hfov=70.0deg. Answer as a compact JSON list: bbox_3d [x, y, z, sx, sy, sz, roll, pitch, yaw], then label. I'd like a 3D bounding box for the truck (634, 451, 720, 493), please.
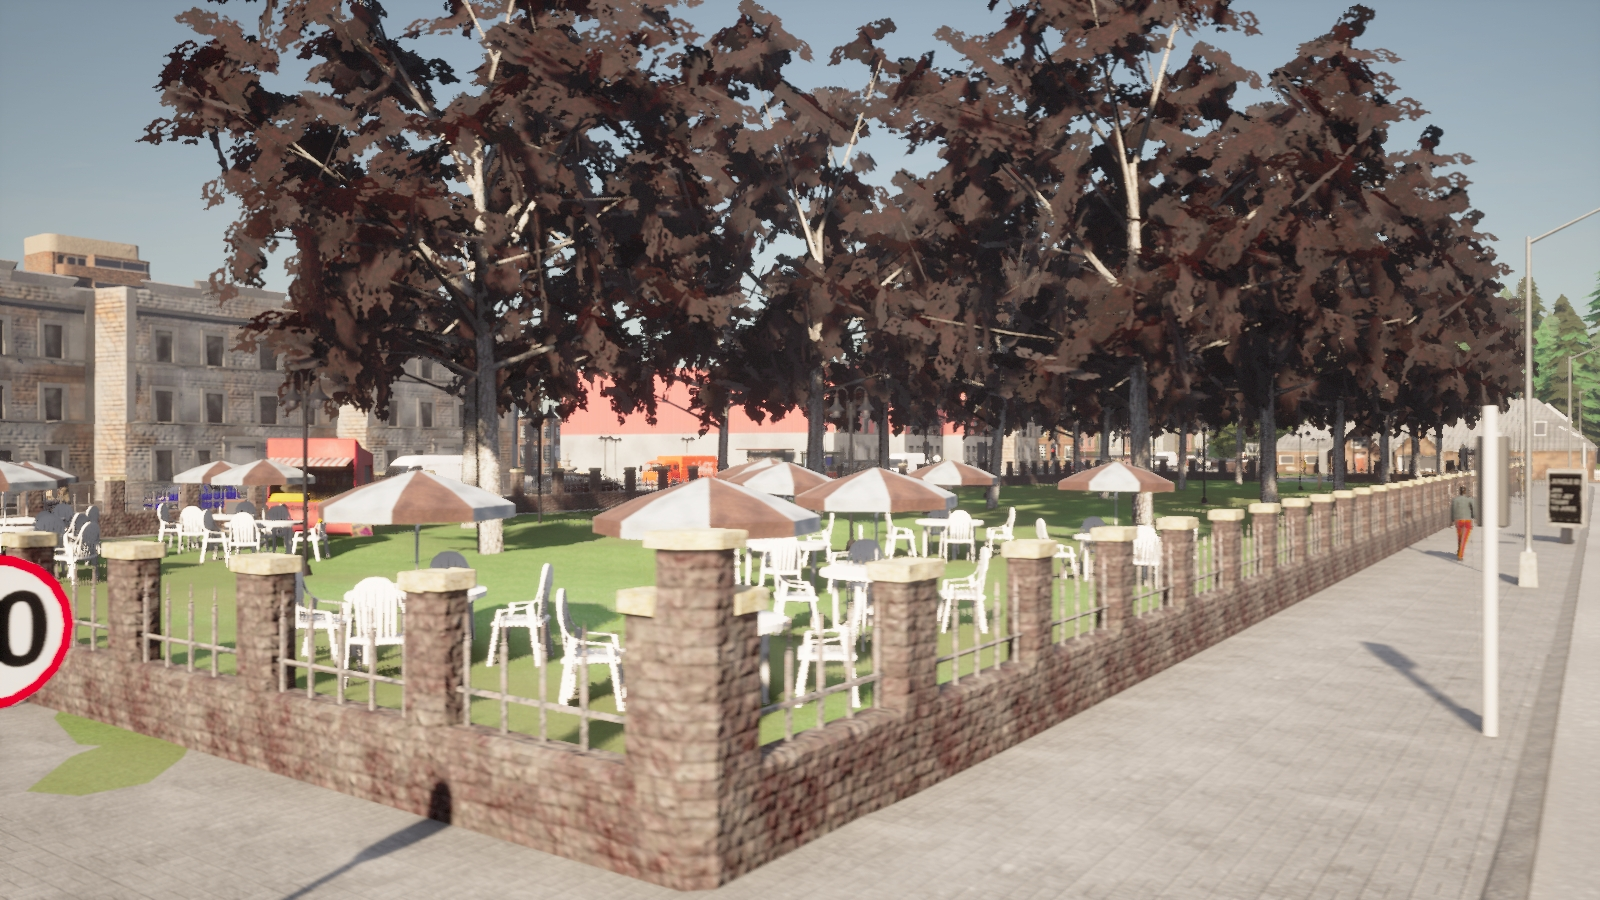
[{"bbox_3d":[-7.691,1.343,72.031,2.627,2.467,5.204,0,0,35],"label":"truck"}]

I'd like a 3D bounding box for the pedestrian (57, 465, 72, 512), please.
[{"bbox_3d":[-29.415,1.523,45.667,0.375,1.860,0.375,0,0,29],"label":"pedestrian"}]

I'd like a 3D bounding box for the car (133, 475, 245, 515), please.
[{"bbox_3d":[-25.127,1.818,47.065,1.845,1.501,3.633,0,0,35],"label":"car"}]

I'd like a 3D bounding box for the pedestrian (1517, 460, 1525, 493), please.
[{"bbox_3d":[41.140,1.525,65.172,0.375,1.860,0.375,0,0,35],"label":"pedestrian"}]

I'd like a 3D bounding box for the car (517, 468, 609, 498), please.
[{"bbox_3d":[-13.248,1.815,64.091,2.097,1.535,5.006,0,0,35],"label":"car"}]

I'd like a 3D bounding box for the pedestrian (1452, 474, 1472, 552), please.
[{"bbox_3d":[16.078,1.525,27.760,0.375,1.860,0.375,0,0,37],"label":"pedestrian"}]

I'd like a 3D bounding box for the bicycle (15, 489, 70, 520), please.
[{"bbox_3d":[-28.247,2.037,42.620,0.859,1.080,1.487,0,0,35],"label":"bicycle"}]
